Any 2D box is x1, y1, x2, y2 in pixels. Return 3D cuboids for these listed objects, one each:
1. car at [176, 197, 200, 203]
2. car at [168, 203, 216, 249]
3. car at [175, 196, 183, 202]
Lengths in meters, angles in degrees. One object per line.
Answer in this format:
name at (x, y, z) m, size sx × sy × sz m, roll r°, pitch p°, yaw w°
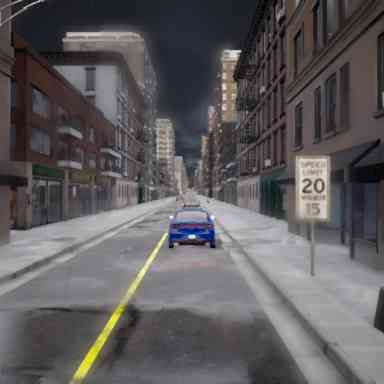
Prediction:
car at (0.000, 1.497, 29.650) m, size 2.128 × 1.511 × 4.902 m, roll 0°, pitch 0°, yaw 0°
car at (0.000, 1.485, 14.650) m, size 1.882 × 1.535 × 5.008 m, roll 0°, pitch 0°, yaw 0°
car at (-2.750, 1.528, 76.712) m, size 1.994 × 1.385 × 4.181 m, roll 0°, pitch 0°, yaw 0°
